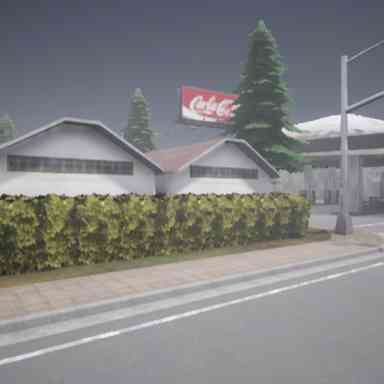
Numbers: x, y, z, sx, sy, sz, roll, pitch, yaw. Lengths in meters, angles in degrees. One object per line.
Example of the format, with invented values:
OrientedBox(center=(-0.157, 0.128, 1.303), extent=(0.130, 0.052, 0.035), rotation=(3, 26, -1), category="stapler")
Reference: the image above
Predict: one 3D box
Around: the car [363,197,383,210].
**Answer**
OrientedBox(center=(22.454, 1.439, 40.442), extent=(4.611, 1.667, 2.242), rotation=(0, 0, -36), category="car")
